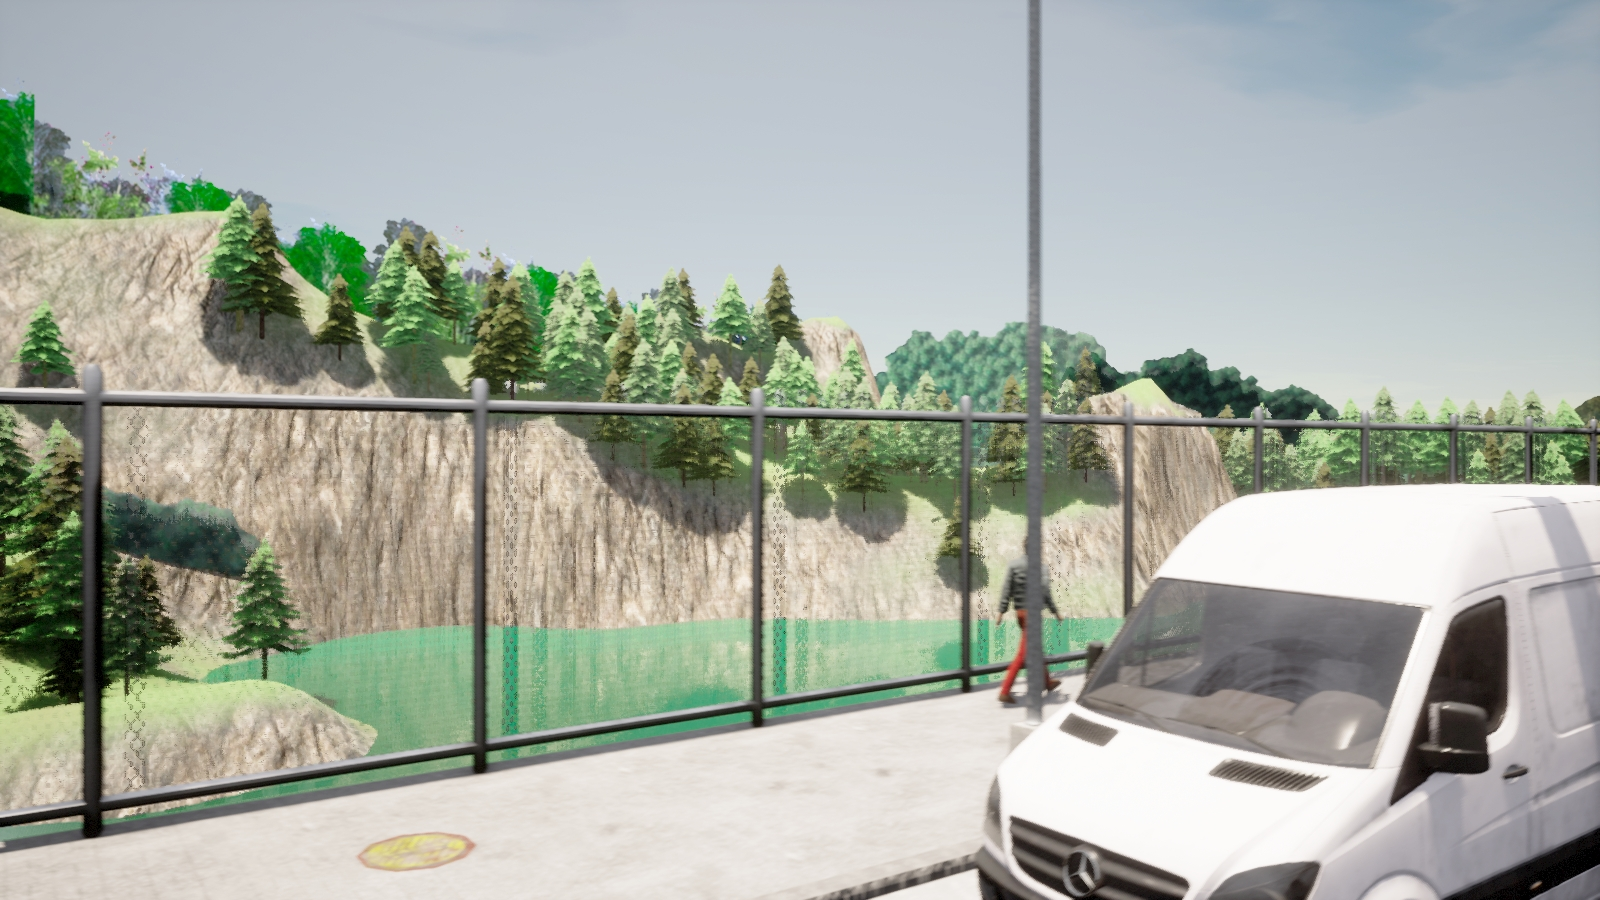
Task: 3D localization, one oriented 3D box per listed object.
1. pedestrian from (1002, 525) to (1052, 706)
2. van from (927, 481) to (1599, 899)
[{"bbox_3d":[2.417,1.743,12.180,0.375,1.860,0.375,0,0,-40],"label":"pedestrian"},{"bbox_3d":[3.667,1.534,6.951,5.915,2.561,1.988,0,0,-35],"label":"van"}]
